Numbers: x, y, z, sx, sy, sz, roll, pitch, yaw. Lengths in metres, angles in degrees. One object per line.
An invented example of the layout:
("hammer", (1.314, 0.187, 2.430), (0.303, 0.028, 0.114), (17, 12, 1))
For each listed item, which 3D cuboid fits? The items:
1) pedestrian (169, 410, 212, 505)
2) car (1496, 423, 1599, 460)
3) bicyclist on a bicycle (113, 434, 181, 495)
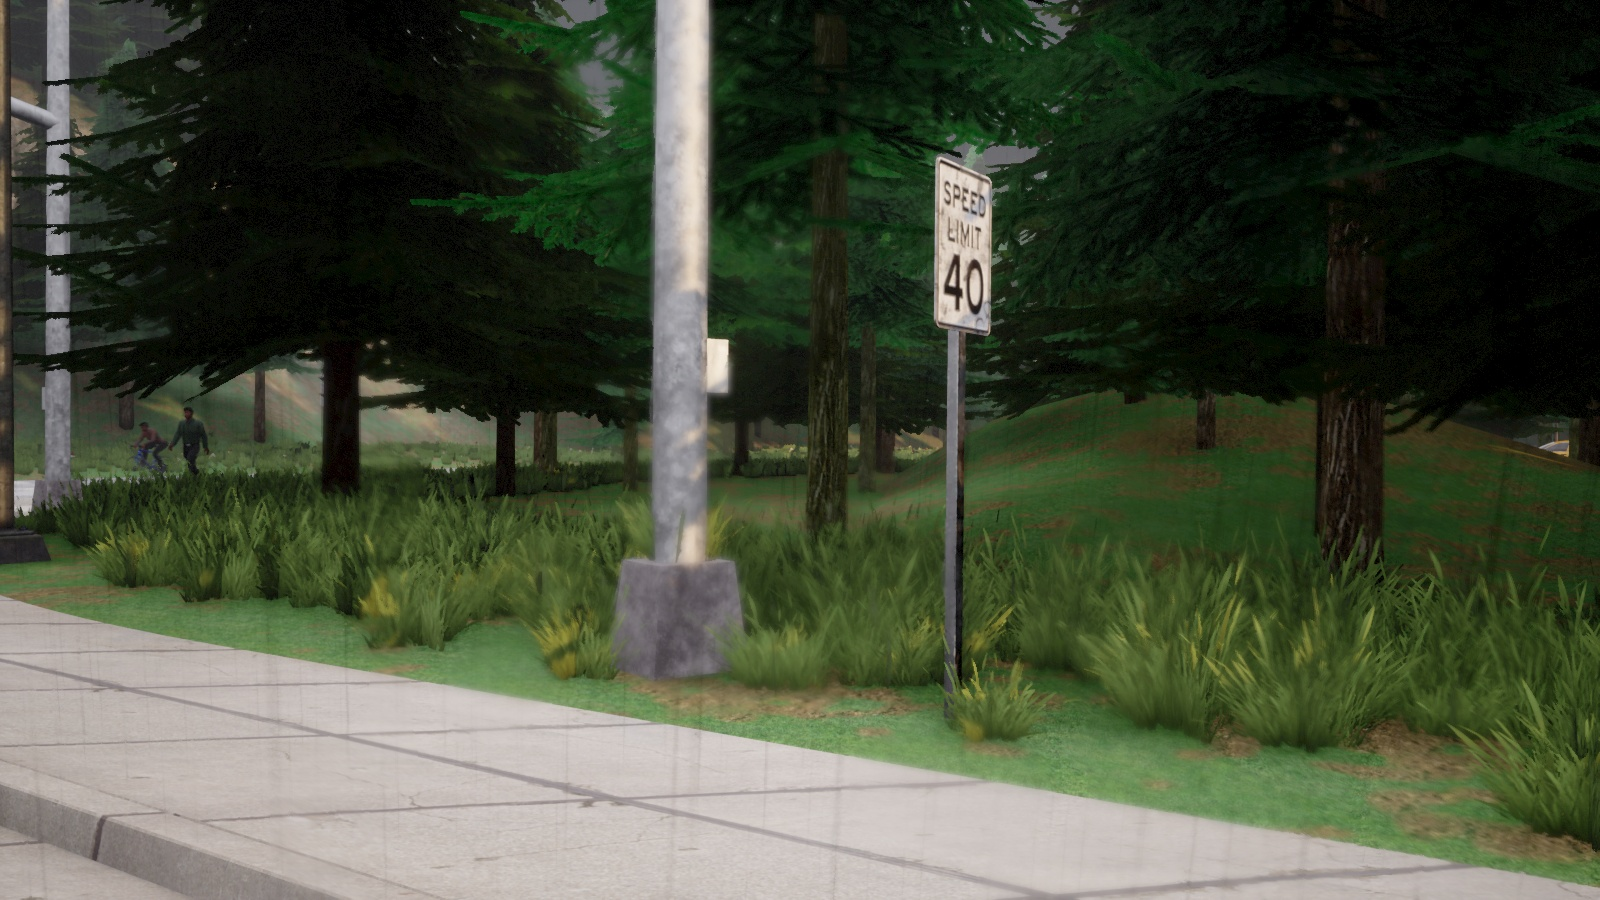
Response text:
("pedestrian", (-12.790, 0.149, 26.368), (0.423, 1.949, 0.788), (0, 1, 8))
("car", (33.110, -0.368, 54.063), (5.366, 1.575, 1.801), (0, 1, 33))
("bicyclist on a bicycle", (-18.033, 0.374, 34.718), (0.582, 1.620, 1.656), (0, 1, 24))
